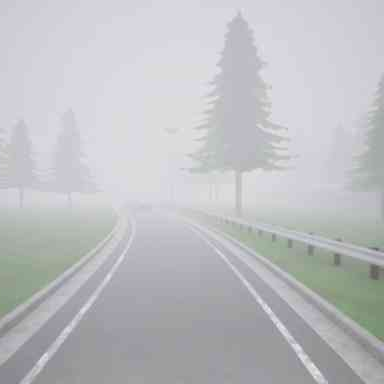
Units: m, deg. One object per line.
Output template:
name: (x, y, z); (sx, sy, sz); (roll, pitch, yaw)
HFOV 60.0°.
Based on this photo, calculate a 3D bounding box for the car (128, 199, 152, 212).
car: (-5.888, 1.624, 38.462); (1.895, 1.301, 4.718); (0, 0, -16)

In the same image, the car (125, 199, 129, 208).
car: (-8.738, 1.634, 48.721); (1.895, 1.301, 4.718); (0, 0, -15)
